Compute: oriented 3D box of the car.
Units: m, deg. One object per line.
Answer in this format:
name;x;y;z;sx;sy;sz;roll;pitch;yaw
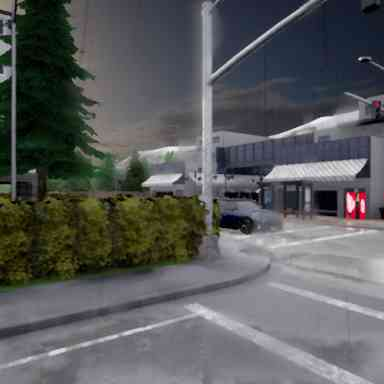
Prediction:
car;2.547;1.179;17.600;2.097;1.767;4.553;0;0;-36
